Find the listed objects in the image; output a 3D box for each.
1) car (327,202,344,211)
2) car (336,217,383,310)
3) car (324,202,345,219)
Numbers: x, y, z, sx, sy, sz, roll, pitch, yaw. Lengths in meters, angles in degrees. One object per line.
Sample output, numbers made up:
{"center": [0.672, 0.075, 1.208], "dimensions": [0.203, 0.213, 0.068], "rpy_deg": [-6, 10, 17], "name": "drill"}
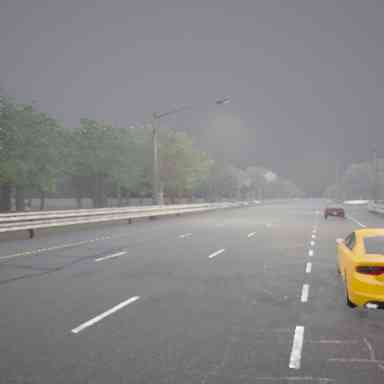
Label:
{"center": [24.897, 2.462, 57.531], "dimensions": [2.033, 1.411, 5.357], "rpy_deg": [0, -1, 30], "name": "car"}
{"center": [4.583, 1.609, 7.907], "dimensions": [1.882, 1.535, 5.008], "rpy_deg": [0, -1, 21], "name": "car"}
{"center": [15.434, 2.052, 36.091], "dimensions": [1.882, 1.535, 5.008], "rpy_deg": [0, -1, 21], "name": "car"}
